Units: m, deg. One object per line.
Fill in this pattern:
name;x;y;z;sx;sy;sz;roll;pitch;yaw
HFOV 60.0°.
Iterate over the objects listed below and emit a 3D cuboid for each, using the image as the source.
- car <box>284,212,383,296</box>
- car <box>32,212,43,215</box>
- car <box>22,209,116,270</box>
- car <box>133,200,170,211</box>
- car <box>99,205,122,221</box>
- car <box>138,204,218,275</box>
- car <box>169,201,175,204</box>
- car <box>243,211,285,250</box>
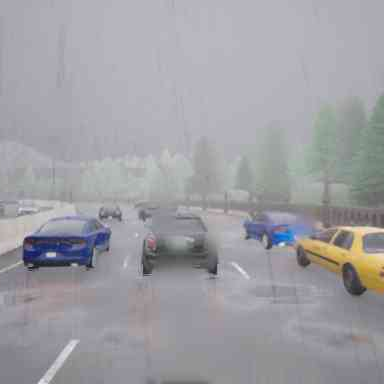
car;4.335;1.535;8.849;1.801;1.575;5.366;0;0;-4
car;-15.913;1.752;32.889;1.812;1.442;4.674;0;0;-19
car;-4.009;1.560;11.409;1.882;1.535;5.008;0;0;-5
car;-3.683;1.715;29.376;2.128;1.511;4.902;0;0;-14
car;-7.314;1.818;29.552;1.895;1.301;4.718;0;0;-15
car;-0.477;1.438;10.931;2.097;1.767;4.553;0;0;-5
car;-3.106;1.793;39.313;2.128;1.511;4.902;0;-1;-20
car;3.749;1.606;15.213;1.882;1.535;5.008;0;0;-7
